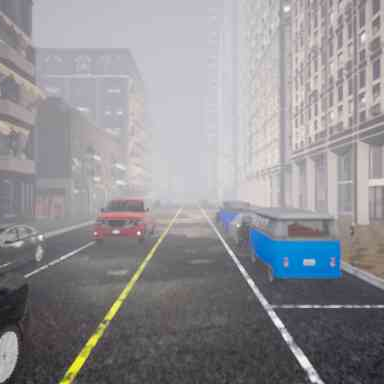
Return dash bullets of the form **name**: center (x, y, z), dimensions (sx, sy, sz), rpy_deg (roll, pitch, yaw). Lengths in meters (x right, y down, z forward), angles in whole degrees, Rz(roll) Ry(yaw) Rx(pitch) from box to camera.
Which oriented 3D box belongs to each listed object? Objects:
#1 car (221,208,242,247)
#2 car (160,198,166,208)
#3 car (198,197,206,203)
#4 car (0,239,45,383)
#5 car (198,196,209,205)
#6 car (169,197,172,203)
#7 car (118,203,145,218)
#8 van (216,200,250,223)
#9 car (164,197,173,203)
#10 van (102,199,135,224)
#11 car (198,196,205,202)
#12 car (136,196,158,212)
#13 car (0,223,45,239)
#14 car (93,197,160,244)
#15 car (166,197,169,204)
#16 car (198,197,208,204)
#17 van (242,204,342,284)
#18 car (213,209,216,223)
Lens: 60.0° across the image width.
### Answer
- **car**: center (2.660, 1.614, 15.091), dimensions (2.008, 1.369, 4.403), rpy_deg (0, 0, 0)
- **car**: center (-5.809, 1.834, 54.612), dimensions (1.947, 1.339, 4.313), rpy_deg (0, 0, 0)
- **car**: center (2.508, 1.988, 82.873), dimensions (1.802, 1.307, 4.206), rpy_deg (0, 0, 0)
- **car**: center (-3.102, 1.494, 2.456), dimensions (1.882, 1.535, 5.008), rpy_deg (0, 0, 0)
- **car**: center (2.546, 1.895, 65.927), dimensions (1.802, 1.307, 4.206), rpy_deg (0, 0, 0)
- **car**: center (-5.846, 1.882, 71.387), dimensions (1.752, 1.417, 4.829), rpy_deg (0, 0, 0)
- **car**: center (-5.758, 1.739, 32.017), dimensions (1.802, 1.307, 4.206), rpy_deg (0, 0, 0)
- **van**: center (2.648, 1.430, 20.740), dimensions (1.690, 1.788, 3.998), rpy_deg (0, 0, 0)
- **car**: center (-5.872, 1.965, 82.855), dimensions (1.887, 1.381, 4.507), rpy_deg (0, 0, 0)
- **van**: center (-5.746, 1.471, 26.370), dimensions (1.690, 1.788, 3.998), rpy_deg (0, 0, 0)
- **car**: center (2.495, 1.878, 88.521), dimensions (1.967, 1.590, 4.097), rpy_deg (0, 0, 0)
- **car**: center (-5.784, 1.527, 43.316), dimensions (2.192, 1.841, 5.009), rpy_deg (0, 0, 0)
- **car**: center (-5.708, 1.603, 9.424), dimensions (2.008, 1.369, 4.403), rpy_deg (0, 0, 0)
- **car**: center (-3.115, 1.301, 16.510), dimensions (2.150, 2.045, 5.566), rpy_deg (0, 0, 1)
- **car**: center (-5.821, 1.848, 60.260), dimensions (2.008, 1.369, 4.403), rpy_deg (0, 0, 0)
- **car**: center (2.521, 1.940, 77.224), dimensions (1.947, 1.339, 4.313), rpy_deg (0, 0, 0)
- **van**: center (2.673, 1.379, 9.443), dimensions (1.690, 1.788, 3.998), rpy_deg (0, 0, 0)
- **car**: center (2.635, 1.682, 26.388), dimensions (1.947, 1.339, 4.313), rpy_deg (0, 0, 0)
